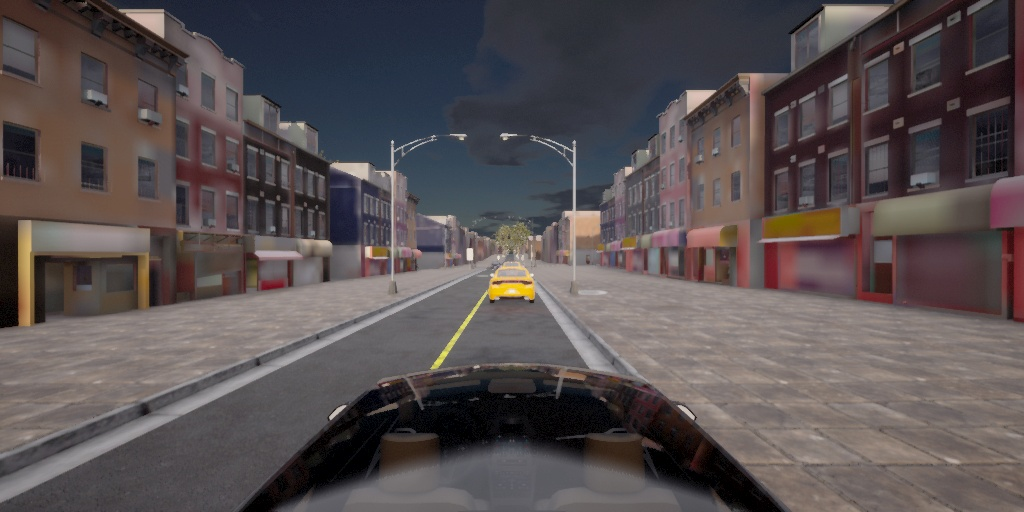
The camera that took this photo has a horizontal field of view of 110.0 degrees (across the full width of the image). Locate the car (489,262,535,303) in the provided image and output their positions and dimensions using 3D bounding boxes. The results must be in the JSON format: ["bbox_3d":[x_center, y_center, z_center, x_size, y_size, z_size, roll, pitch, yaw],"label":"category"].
[{"bbox_3d":[0.000,1.232,16.500,1.882,1.535,5.008,0,0,0],"label":"car"}]

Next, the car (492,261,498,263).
[{"bbox_3d":[-2.750,1.570,61.205,2.033,1.411,5.357,0,-1,0],"label":"car"}]
